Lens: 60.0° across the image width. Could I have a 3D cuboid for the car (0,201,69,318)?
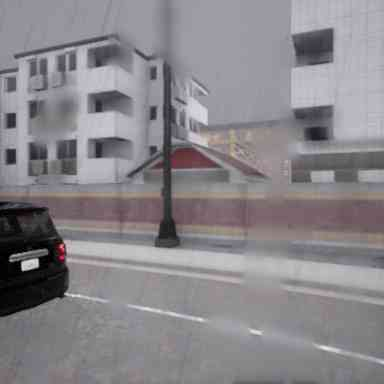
[{"bbox_3d":[-4.888,1.190,6.283,5.566,2.045,2.150,0,0,26],"label":"car"}]
